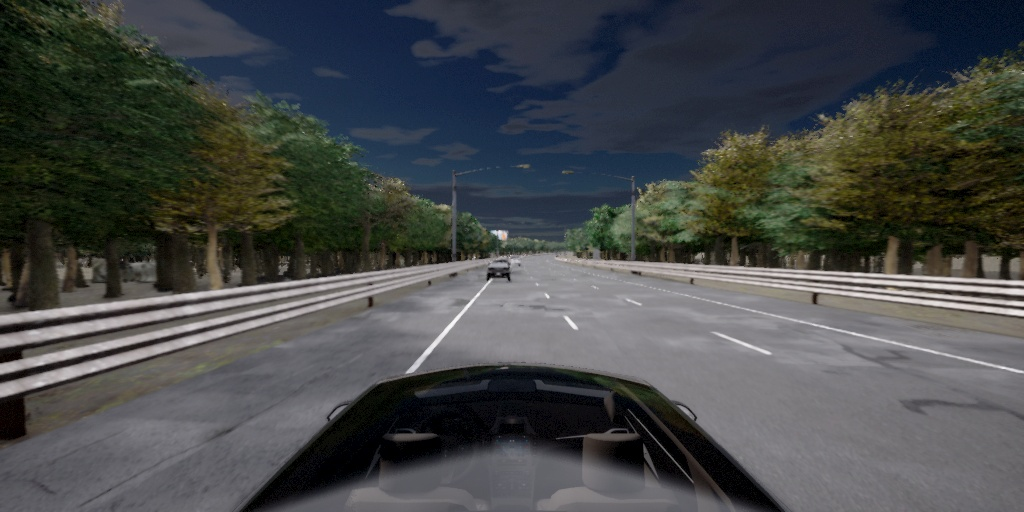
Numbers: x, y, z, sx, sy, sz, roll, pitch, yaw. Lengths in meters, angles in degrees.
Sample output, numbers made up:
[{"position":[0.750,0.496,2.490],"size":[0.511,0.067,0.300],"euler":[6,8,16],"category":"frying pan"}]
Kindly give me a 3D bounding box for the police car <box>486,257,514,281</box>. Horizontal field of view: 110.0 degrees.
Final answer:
[{"position":[-1.040,1.160,29.792],"size":[1.930,1.638,5.238],"euler":[0,0,0],"category":"police car"}]

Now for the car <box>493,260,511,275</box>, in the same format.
[{"position":[-1.008,1.234,39.680],"size":[1.837,1.490,4.892],"euler":[0,0,0],"category":"car"}]

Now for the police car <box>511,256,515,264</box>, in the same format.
[{"position":[-0.949,1.151,45.791],"size":[1.930,1.638,5.238],"euler":[0,0,1],"category":"police car"}]
